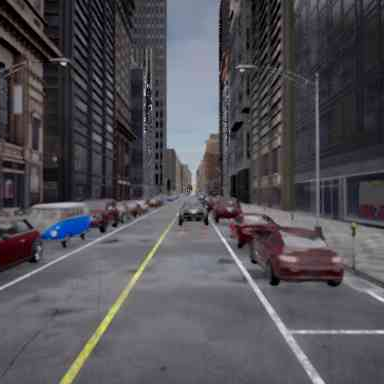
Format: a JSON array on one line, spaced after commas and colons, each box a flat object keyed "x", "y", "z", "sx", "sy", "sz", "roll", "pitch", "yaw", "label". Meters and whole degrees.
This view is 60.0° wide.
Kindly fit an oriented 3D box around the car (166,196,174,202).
[{"x": -5.790, "y": 1.750, "z": 87.800, "sx": 1.752, "sy": 1.417, "sz": 4.829, "roll": 1, "pitch": 0, "yaw": 0, "label": "car"}]

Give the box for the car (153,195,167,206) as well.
[{"x": -5.810, "y": 1.458, "z": 54.222, "sx": 2.192, "sy": 1.841, "sz": 5.009, "roll": 1, "pitch": 0, "yaw": 0, "label": "car"}]

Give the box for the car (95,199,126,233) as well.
[{"x": -5.834, "y": 1.375, "z": 20.474, "sx": 2.192, "sy": 1.841, "sz": 5.009, "roll": 1, "pitch": 0, "yaw": 0, "label": "car"}]

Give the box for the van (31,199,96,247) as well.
[{"x": -5.837, "y": 1.385, "z": 14.849, "sx": 1.690, "sy": 1.788, "sz": 3.998, "roll": 1, "pitch": 0, "yaw": 0, "label": "van"}]

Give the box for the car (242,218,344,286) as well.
[{"x": 2.682, "y": 1.610, "z": 9.215, "sx": 1.802, "sy": 1.307, "sz": 4.206, "roll": 1, "pitch": 0, "yaw": 0, "label": "car"}]

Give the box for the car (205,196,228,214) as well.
[{"x": 2.704, "y": 1.418, "z": 37.338, "sx": 2.192, "sy": 1.841, "sz": 5.009, "roll": 1, "pitch": 0, "yaw": 0, "label": "car"}]

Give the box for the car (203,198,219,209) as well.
[{"x": 2.709, "y": 1.680, "z": 48.586, "sx": 2.008, "sy": 1.369, "sz": 4.403, "roll": 1, "pitch": 0, "yaw": 0, "label": "car"}]

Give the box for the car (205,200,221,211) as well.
[{"x": 2.705, "y": 1.698, "z": 42.962, "sx": 1.802, "sy": 1.307, "sz": 4.206, "roll": 1, "pitch": 0, "yaw": 0, "label": "car"}]

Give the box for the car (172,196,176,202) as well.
[{"x": -5.794, "y": 1.777, "z": 82.344, "sx": 1.947, "sy": 1.339, "sz": 4.313, "roll": 1, "pitch": 0, "yaw": 0, "label": "car"}]

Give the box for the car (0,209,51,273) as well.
[{"x": -5.843, "y": 1.468, "z": 9.225, "sx": 1.967, "sy": 1.590, "sz": 4.097, "roll": 1, "pitch": 0, "yaw": 0, "label": "car"}]

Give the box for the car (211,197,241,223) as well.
[{"x": 2.696, "y": 1.390, "z": 26.089, "sx": 2.192, "sy": 1.841, "sz": 5.009, "roll": 1, "pitch": 0, "yaw": 0, "label": "car"}]

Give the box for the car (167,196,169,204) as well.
[{"x": -5.809, "y": 1.707, "z": 59.846, "sx": 2.008, "sy": 1.369, "sz": 4.403, "roll": 1, "pitch": 0, "yaw": 0, "label": "car"}]

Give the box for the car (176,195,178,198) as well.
[{"x": -5.787, "y": 1.790, "z": 93.594, "sx": 2.008, "sy": 1.369, "sz": 4.403, "roll": 1, "pitch": 0, "yaw": 0, "label": "car"}]

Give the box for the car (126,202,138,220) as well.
[{"x": -5.832, "y": 1.626, "z": 26.098, "sx": 2.008, "sy": 1.369, "sz": 4.403, "roll": 1, "pitch": 0, "yaw": 0, "label": "car"}]

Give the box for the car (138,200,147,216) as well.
[{"x": -5.828, "y": 1.634, "z": 31.723, "sx": 1.887, "sy": 1.381, "sz": 4.507, "roll": 1, "pitch": 0, "yaw": 0, "label": "car"}]

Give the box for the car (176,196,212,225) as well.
[{"x": 0.117, "y": 1.425, "z": 24.979, "sx": 2.097, "sy": 1.767, "sz": 4.553, "roll": 0, "pitch": 0, "yaw": 0, "label": "car"}]

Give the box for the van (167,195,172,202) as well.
[{"x": -5.799, "y": 1.525, "z": 71.096, "sx": 1.690, "sy": 1.788, "sz": 3.998, "roll": 1, "pitch": 0, "yaw": 0, "label": "van"}]

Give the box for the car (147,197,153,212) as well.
[{"x": -5.824, "y": 1.628, "z": 37.178, "sx": 1.752, "sy": 1.417, "sz": 4.829, "roll": 1, "pitch": 0, "yaw": 0, "label": "car"}]

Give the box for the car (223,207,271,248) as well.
[{"x": 2.686, "y": 1.589, "z": 14.840, "sx": 1.887, "sy": 1.381, "sz": 4.507, "roll": 1, "pitch": 0, "yaw": 0, "label": "car"}]

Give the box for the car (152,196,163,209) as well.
[{"x": -5.817, "y": 1.675, "z": 48.597, "sx": 1.887, "sy": 1.381, "sz": 4.507, "roll": 1, "pitch": 0, "yaw": 0, "label": "car"}]
